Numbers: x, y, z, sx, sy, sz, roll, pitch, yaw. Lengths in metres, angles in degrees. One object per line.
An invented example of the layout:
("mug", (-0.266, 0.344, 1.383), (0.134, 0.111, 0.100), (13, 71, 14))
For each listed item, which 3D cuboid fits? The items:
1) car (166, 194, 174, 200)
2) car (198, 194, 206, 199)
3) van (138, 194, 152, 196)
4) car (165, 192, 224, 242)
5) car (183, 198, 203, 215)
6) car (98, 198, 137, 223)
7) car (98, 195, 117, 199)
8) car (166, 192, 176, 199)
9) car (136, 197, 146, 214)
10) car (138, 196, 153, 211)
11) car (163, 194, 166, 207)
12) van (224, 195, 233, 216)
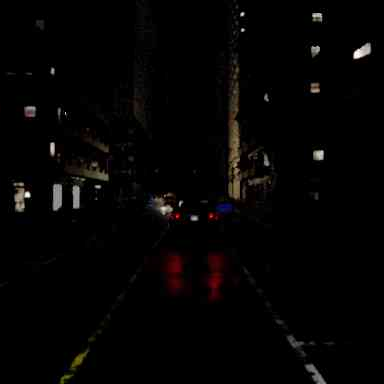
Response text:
("car", (-5.664, 1.185, 84.773), (1.802, 1.307, 4.206), (1, 0, 0))
("car", (2.716, 1.159, 90.409), (1.802, 1.307, 4.206), (1, 0, 0))
("van", (-5.802, 1.149, 41.131), (1.690, 1.788, 3.998), (1, 0, 0))
("car", (0.102, 1.147, 16.124), (2.150, 2.045, 5.566), (0, 0, 0))
("car", (0.104, 1.349, 33.196), (1.837, 1.490, 4.892), (0, 0, 0))
("car", (-5.639, 1.436, 24.510), (2.008, 1.369, 4.403), (1, 0, 0))
("car", (-16.481, 1.199, 63.779), (4.097, 1.590, 1.967), (0, -1, 0))
("car", (-5.658, 0.892, 90.347), (2.192, 1.841, 5.009), (1, 0, 0))
("car", (-5.639, 1.442, 30.051), (1.802, 1.307, 4.206), (1, 0, 0))
("car", (-5.638, 1.400, 35.591), (1.947, 1.339, 4.313), (1, 0, 0))
("car", (-2.995, 1.262, 47.319), (1.882, 1.535, 5.008), (0, 0, 0))
("van", (2.713, 1.201, 30.102), (1.690, 1.788, 3.998), (1, 0, 0))
